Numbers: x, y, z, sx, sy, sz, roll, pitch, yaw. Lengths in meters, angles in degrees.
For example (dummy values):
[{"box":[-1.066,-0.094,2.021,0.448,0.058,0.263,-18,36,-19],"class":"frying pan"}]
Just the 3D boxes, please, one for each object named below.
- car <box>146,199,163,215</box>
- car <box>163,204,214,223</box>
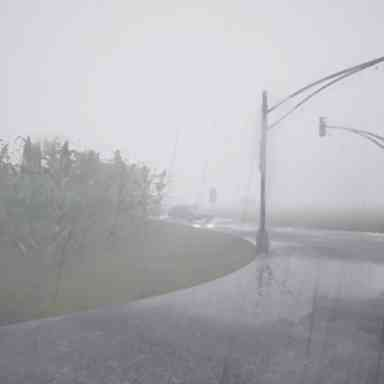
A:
[{"box":[-4.614,1.519,36.532,2.097,1.767,4.553,2,-1,-27],"class":"car"},{"box":[-0.209,1.704,27.552,2.033,1.411,5.357,2,-1,-27],"class":"car"}]
